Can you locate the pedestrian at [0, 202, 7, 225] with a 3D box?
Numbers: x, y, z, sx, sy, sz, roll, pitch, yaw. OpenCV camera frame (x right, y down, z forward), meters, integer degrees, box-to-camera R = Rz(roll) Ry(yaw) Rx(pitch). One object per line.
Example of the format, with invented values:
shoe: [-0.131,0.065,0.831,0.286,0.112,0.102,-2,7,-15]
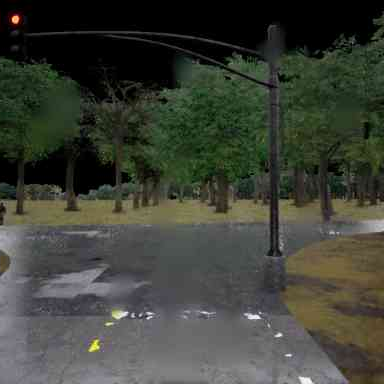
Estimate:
pedestrian: [-15.242,1.718,26.758,0.375,1.860,0.375,0,-1,0]
